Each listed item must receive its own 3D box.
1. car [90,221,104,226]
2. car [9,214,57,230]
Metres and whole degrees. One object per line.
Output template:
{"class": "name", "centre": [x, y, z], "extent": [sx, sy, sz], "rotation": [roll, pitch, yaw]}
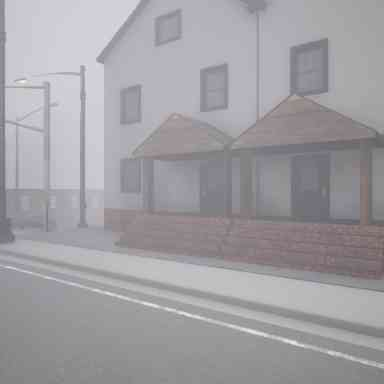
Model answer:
{"class": "car", "centre": [-8.969, 3.820, 36.408], "extent": [2.097, 1.767, 4.553], "rotation": [0, -12, 35]}
{"class": "car", "centre": [-14.069, 2.655, 29.317], "extent": [1.994, 1.385, 4.181], "rotation": [0, -9, 36]}
